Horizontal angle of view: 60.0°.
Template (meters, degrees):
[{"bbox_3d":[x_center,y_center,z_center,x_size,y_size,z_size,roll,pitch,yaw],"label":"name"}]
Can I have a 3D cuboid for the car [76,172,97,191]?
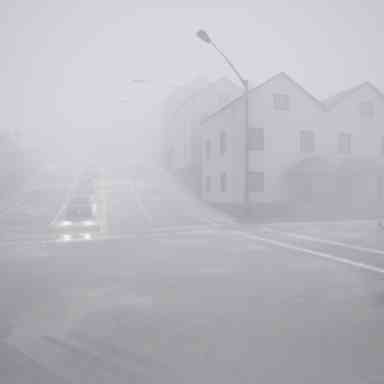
[{"bbox_3d":[-11.776,-0.711,37.063,2.128,1.511,4.902,0,13,-15],"label":"car"}]

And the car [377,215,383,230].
[{"bbox_3d":[13.478,1.601,19.835,4.902,1.511,2.128,0,-1,-15],"label":"car"}]

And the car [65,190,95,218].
[{"bbox_3d":[-9.130,1.107,27.277,1.837,1.490,4.892,0,7,-15],"label":"car"}]

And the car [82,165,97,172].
[{"bbox_3d":[-14.436,-3.063,47.124,2.033,1.411,5.357,1,13,-14],"label":"car"}]
